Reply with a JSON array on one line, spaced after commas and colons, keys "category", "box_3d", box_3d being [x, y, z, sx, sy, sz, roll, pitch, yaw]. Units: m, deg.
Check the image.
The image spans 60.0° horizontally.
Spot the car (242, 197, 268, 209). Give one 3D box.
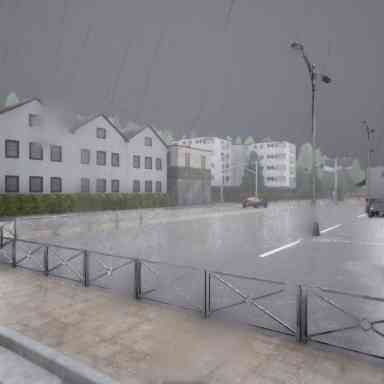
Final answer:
[{"category": "car", "box_3d": [8.104, 1.334, 42.799, 1.812, 1.442, 4.674, 0, 0, 36]}]

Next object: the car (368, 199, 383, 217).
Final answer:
[{"category": "car", "box_3d": [15.488, 1.298, 26.767, 2.007, 1.523, 4.514, 0, 0, 35]}]
